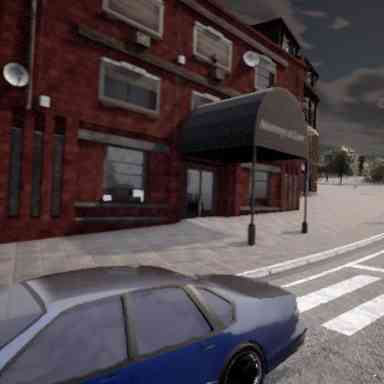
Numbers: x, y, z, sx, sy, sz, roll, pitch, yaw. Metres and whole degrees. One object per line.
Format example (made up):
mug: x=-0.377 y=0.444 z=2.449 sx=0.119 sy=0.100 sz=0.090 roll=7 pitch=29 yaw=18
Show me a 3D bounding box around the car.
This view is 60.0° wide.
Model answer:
car: x=-1.062 y=1.561 z=3.353 sx=5.357 sy=1.411 sz=2.033 roll=0 pitch=0 yaw=-37
